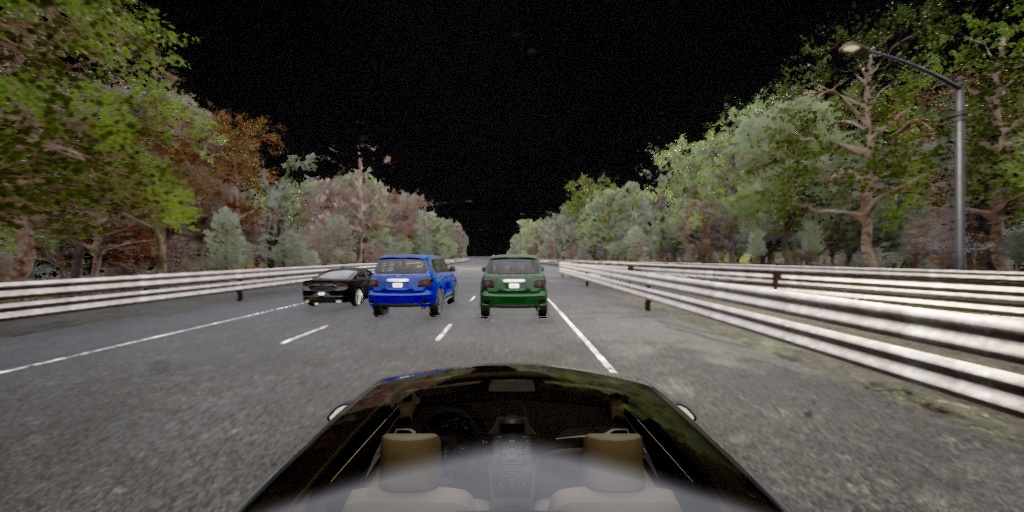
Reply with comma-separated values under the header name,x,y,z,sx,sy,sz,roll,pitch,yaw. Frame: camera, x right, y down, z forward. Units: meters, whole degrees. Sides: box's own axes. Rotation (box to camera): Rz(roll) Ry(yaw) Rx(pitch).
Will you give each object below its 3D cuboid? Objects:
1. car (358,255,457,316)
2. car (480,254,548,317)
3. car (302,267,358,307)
name,x,y,z,sx,sy,sz,roll,pitch,yaw
car,-3.459,0.969,13.464,2.150,2.045,5.566,0,0,0
car,0.043,0.968,13.223,2.150,2.045,5.566,0,0,0
car,-6.981,1.226,15.568,1.882,1.535,5.008,0,0,-1
